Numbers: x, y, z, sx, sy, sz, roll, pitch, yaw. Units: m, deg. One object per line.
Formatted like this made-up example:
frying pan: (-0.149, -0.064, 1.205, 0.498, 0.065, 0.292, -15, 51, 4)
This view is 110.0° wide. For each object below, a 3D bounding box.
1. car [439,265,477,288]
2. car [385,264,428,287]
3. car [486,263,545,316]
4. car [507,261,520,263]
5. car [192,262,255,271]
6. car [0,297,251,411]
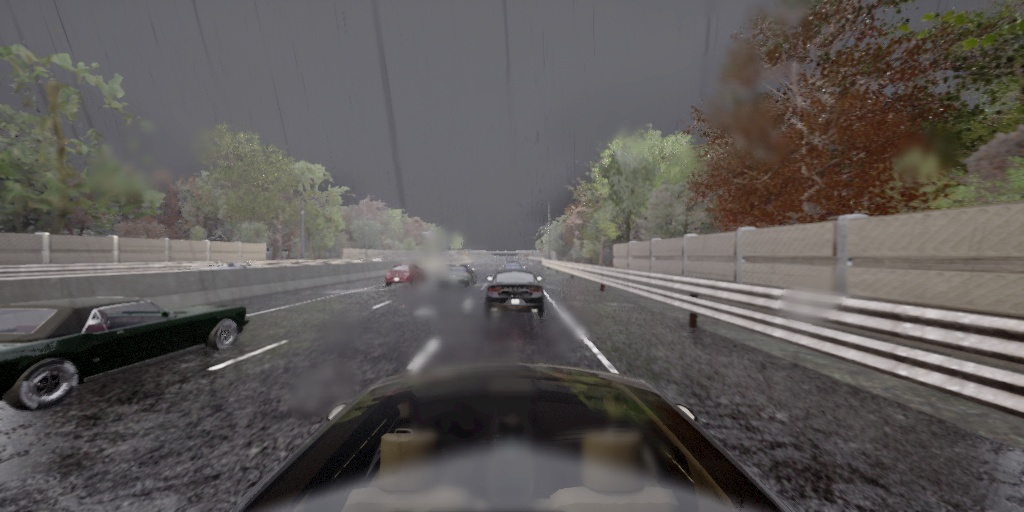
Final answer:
car: (-3.397, 1.255, 23.097, 1.994, 1.385, 4.181, 0, 0, 0)
car: (-6.895, 1.215, 23.701, 1.812, 1.442, 4.674, 0, 0, 0)
car: (0.101, 1.194, 13.156, 1.882, 1.535, 5.008, 0, 0, 0)
car: (0.099, 1.213, 33.678, 2.033, 1.411, 5.357, 0, 0, 0)
car: (-21.000, 1.082, 26.635, 1.895, 1.301, 4.718, 0, 0, 0)
car: (-6.896, 1.337, 6.017, 1.895, 1.301, 4.718, 0, 0, 0)
